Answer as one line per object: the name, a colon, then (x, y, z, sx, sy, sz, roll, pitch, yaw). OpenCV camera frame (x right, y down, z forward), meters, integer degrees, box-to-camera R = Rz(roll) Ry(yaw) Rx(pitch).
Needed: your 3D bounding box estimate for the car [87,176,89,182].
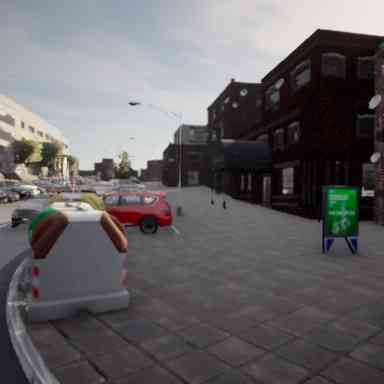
car: (-27.226, -2.396, 77.545, 4.892, 1.521, 2.231, 1, 3, -10)

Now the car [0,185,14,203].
car: (-18.288, 0.384, 28.012, 4.892, 1.521, 2.231, 1, 3, -10)

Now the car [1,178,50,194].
car: (-20.795, -0.514, 41.724, 4.553, 1.767, 2.185, 1, 3, -10)

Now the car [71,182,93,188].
car: (-12.346, -0.008, 38.632, 1.882, 1.535, 5.008, 1, 3, -10)

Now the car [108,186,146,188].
car: (-6.357, 0.530, 31.316, 4.892, 1.521, 2.231, 1, 3, -10)

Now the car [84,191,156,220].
car: (-4.806, 0.892, 22.514, 4.553, 1.767, 2.185, 1, 3, -10)

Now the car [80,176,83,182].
car: (-25.762, -2.061, 69.298, 4.553, 1.767, 2.185, 1, 3, -10)

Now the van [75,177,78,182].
van: (-24.856, -1.854, 63.789, 4.442, 1.987, 1.878, 1, 3, -10)

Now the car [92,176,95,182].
car: (-29.381, -3.019, 88.494, 5.366, 1.575, 1.946, 1, 3, -10)

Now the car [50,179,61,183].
car: (-21.749, -0.673, 47.355, 4.792, 1.488, 2.163, 1, 3, -10)

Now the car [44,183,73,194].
car: (-15.802, -0.041, 39.909, 1.895, 1.301, 4.718, 1, 3, -10)

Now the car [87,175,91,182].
car: (-27.708, -2.550, 80.293, 4.892, 1.521, 2.231, 1, 3, -10)

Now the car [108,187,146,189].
car: (-5.638, 0.698, 28.338, 5.366, 1.575, 1.946, 1, 3, -10)

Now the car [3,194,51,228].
car: (-8.793, 1.115, 18.995, 1.812, 1.442, 4.674, 1, 2, -11)

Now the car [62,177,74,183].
car: (-23.283, -1.416, 55.566, 5.566, 2.045, 2.435, 1, 3, -10)

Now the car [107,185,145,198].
car: (-8.447, -0.079, 42.865, 4.674, 1.452, 2.002, 1, 3, -10)

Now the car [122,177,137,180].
car: (-9.427, -0.686, 48.507, 5.566, 2.045, 2.435, 1, 3, -10)

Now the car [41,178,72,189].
car: (-23.723, -1.444, 58.330, 4.553, 1.767, 2.185, 1, 3, -10)

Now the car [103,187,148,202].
car: (-7.353, 0.242, 36.973, 4.792, 1.488, 2.163, 1, 3, -10)

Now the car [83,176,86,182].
car: (-26.203, -2.082, 71.934, 5.008, 1.535, 2.097, 1, 3, -10)

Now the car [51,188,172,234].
car: (-3.777, 1.014, 16.833, 5.566, 2.045, 2.435, 1, 2, -10)

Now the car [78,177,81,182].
car: (-25.240, -1.741, 66.568, 4.674, 1.452, 2.002, 1, 3, -10)

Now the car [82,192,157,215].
car: (-5.482, 0.854, 25.383, 5.366, 1.575, 1.946, 1, 3, -10)

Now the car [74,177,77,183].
car: (-24.280, -1.444, 61.070, 4.792, 1.488, 2.163, 1, 3, -10)

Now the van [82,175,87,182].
van: (-26.604, -2.467, 74.811, 4.442, 1.987, 1.878, 1, 3, -10)

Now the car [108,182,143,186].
car: (-6.827, 0.249, 34.078, 4.553, 1.767, 2.185, 1, 3, -10)

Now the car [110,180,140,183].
car: (-8.992, -0.407, 45.739, 4.553, 1.767, 2.185, 1, 3, -10)

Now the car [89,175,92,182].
car: (-28.174, -2.830, 83.035, 4.553, 1.767, 2.185, 1, 3, -10)

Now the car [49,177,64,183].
car: (-22.301, -0.983, 50.083, 4.553, 1.767, 2.185, 1, 3, -10)

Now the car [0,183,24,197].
car: (-18.817, 0.222, 30.878, 4.892, 1.521, 2.231, 1, 3, -10)

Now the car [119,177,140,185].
car: (-17.082, -3.070, 90.989, 5.566, 2.045, 2.435, 1, 3, -10)

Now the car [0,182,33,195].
car: (-19.300, 0.067, 33.624, 5.008, 1.535, 2.097, 1, 3, -10)
